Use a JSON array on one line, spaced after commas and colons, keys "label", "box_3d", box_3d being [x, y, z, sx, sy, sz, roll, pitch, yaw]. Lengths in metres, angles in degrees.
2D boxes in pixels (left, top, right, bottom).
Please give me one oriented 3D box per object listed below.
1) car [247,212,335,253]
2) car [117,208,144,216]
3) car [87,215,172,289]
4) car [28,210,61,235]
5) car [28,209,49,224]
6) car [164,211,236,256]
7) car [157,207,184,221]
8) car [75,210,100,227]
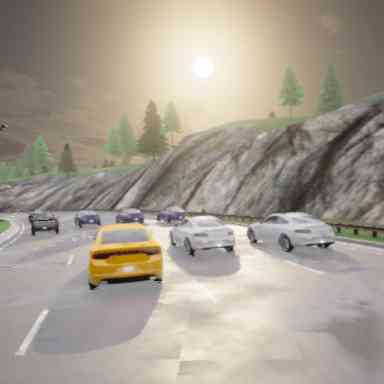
[{"label": "car", "box_3d": [4.000, 1.580, 14.099, 1.812, 1.442, 4.674, -2, -1, -16]}, {"label": "car", "box_3d": [-5.673, 2.213, 30.331, 1.812, 1.442, 4.674, -2, -1, -24]}, {"label": "car", "box_3d": [-2.126, 1.718, 10.203, 1.882, 1.535, 5.008, -2, -1, -15]}, {"label": "car", "box_3d": [-10.987, 2.312, 24.986, 2.128, 1.511, 4.902, -2, -1, -23]}, {"label": "car", "box_3d": [-18.286, 2.858, 39.556, 1.812, 1.442, 4.674, -2, -1, -30]}, {"label": "car", "box_3d": [0.322, 1.729, 14.207, 1.812, 1.442, 4.674, -2, -1, -17]}, {"label": "car", "box_3d": [-1.829, 2.058, 30.278, 1.812, 1.442, 4.674, -2, -1, -23]}, {"label": "car", "box_3d": [-9.545, 2.369, 30.382, 1.812, 1.442, 4.674, -2, -1, -25]}]
